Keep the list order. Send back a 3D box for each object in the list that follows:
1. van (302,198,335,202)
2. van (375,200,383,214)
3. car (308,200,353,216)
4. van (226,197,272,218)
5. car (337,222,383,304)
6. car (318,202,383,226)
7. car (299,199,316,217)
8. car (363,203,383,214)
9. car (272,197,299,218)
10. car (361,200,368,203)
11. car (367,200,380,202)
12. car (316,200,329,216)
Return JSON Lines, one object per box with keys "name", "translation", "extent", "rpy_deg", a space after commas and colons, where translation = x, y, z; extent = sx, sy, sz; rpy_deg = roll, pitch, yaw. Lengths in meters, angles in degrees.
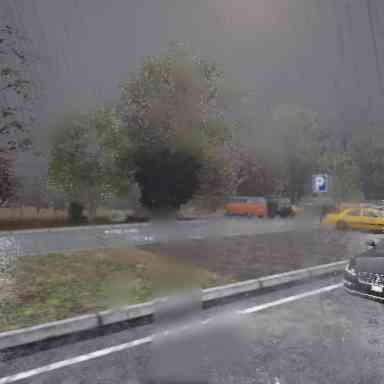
{"name": "van", "translation": [14.243, 1.734, 38.619], "extent": [1.878, 1.987, 4.442], "rpy_deg": [2, -1, -35]}
{"name": "van", "translation": [30.167, 2.261, 49.674], "extent": [1.878, 1.987, 4.442], "rpy_deg": [2, -1, -35]}
{"name": "car", "translation": [16.582, 1.909, 40.103], "extent": [2.185, 1.767, 4.553], "rpy_deg": [2, -1, -35]}
{"name": "van", "translation": [5.123, 1.454, 32.124], "extent": [1.878, 1.987, 4.442], "rpy_deg": [1, -1, -35]}
{"name": "car", "translation": [5.368, 1.540, 7.512], "extent": [4.892, 1.490, 1.837], "rpy_deg": [0, 0, -35]}
{"name": "car", "translation": [10.544, 1.622, 19.555], "extent": [1.946, 1.575, 5.366], "rpy_deg": [1, -1, -35]}
{"name": "car", "translation": [9.904, 1.807, 35.158], "extent": [1.946, 1.575, 5.366], "rpy_deg": [2, -1, -35]}
{"name": "car", "translation": [27.947, 2.409, 48.010], "extent": [1.946, 1.575, 5.366], "rpy_deg": [2, -1, -35]}
{"name": "car", "translation": [7.531, 1.490, 33.729], "extent": [2.435, 2.045, 5.566], "rpy_deg": [1, -1, -35]}
{"name": "car", "translation": [18.718, 2.107, 41.656], "extent": [2.097, 1.535, 5.008], "rpy_deg": [2, -1, -35]}
{"name": "car", "translation": [21.076, 2.185, 43.336], "extent": [2.097, 1.535, 5.008], "rpy_deg": [2, -1, -35]}
{"name": "car", "translation": [12.053, 1.885, 36.908], "extent": [2.231, 1.521, 4.892], "rpy_deg": [2, -1, -35]}
